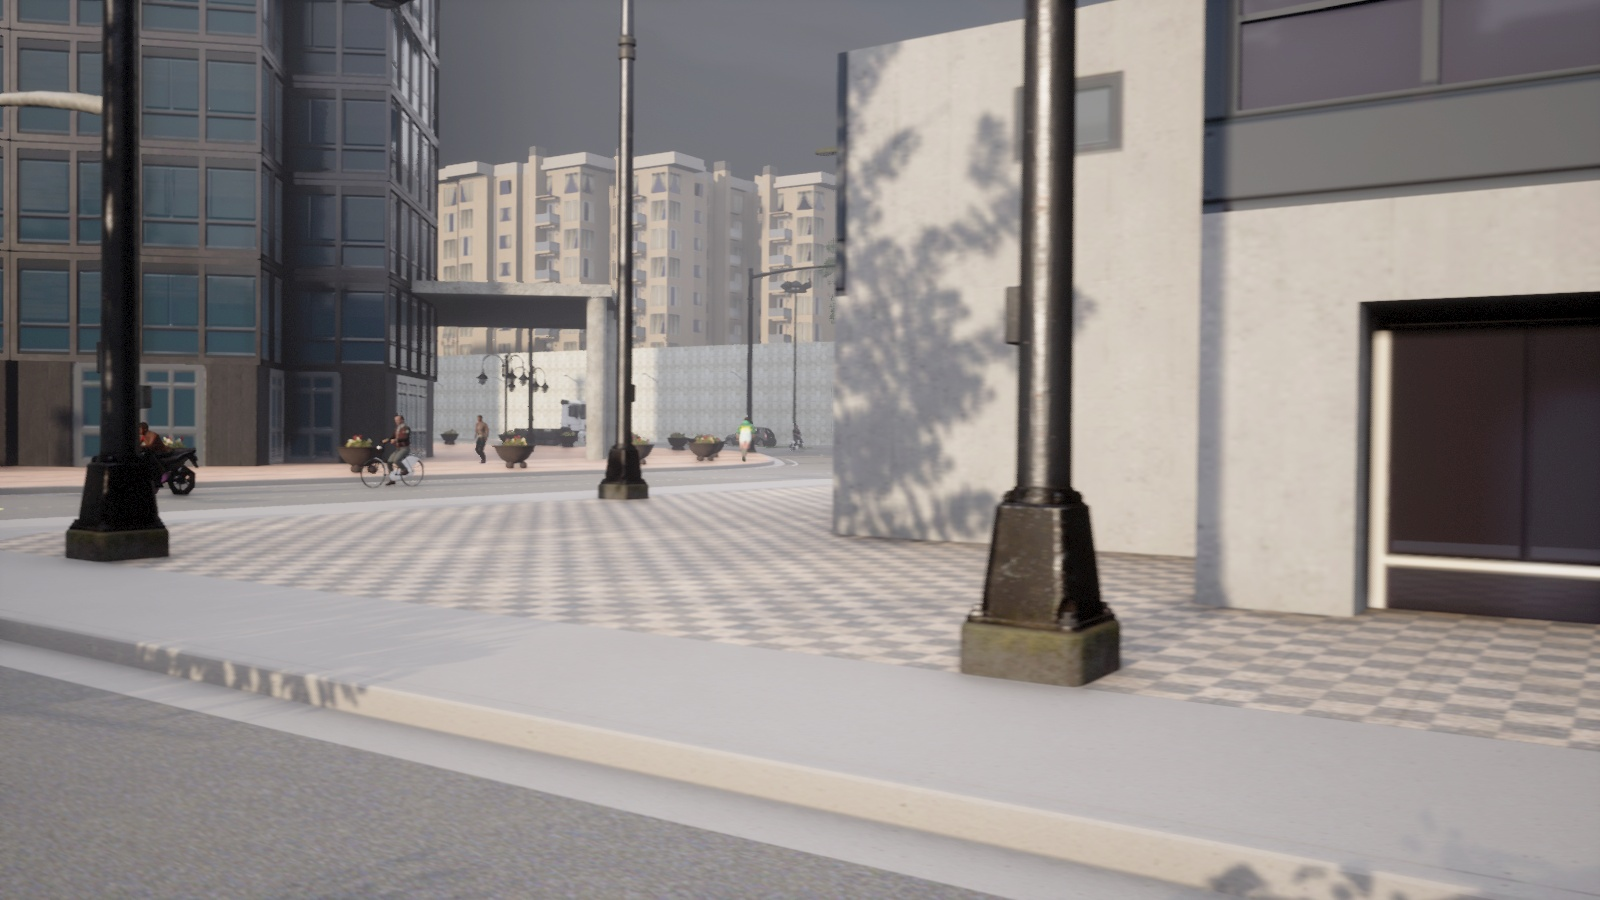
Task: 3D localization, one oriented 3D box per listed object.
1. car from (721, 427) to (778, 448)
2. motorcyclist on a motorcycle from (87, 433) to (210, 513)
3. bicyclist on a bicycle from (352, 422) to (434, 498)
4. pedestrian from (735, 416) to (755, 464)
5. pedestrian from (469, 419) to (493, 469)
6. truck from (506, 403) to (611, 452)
[{"bbox_3d":[-3.912,-0.942,96.749,3.988,1.617,1.851,0,1,26],"label":"car"},{"bbox_3d":[-13.080,0.433,25.258,0.797,1.523,2.044,0,1,34],"label":"motorcyclist on a motorcycle"},{"bbox_3d":[-9.757,0.212,30.170,0.659,1.776,1.843,0,1,34],"label":"bicyclist on a bicycle"},{"bbox_3d":[-2.226,-0.419,51.086,0.659,1.952,0.873,0,1,5],"label":"pedestrian"},{"bbox_3d":[-11.484,-0.216,45.262,0.328,1.805,0.869,0,1,26],"label":"pedestrian"},{"bbox_3d":[-17.921,-1.653,93.078,7.936,3.462,2.891,0,1,35],"label":"truck"}]
